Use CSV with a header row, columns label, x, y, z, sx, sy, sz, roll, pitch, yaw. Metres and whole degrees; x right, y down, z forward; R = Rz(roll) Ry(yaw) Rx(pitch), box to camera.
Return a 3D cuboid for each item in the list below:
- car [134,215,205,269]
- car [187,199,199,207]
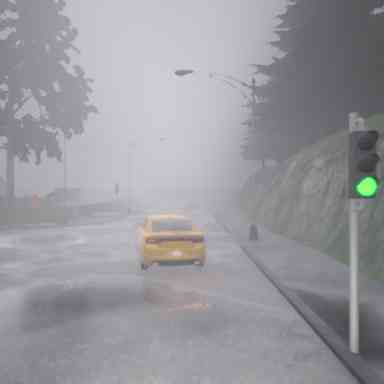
label,x,y,z,sx,sy,sz,roll,pitch,yaw
car,-0.908,1.507,11.428,1.882,1.535,5.008,1,0,-12
car,0.162,1.732,52.384,1.895,1.301,4.718,0,0,0
